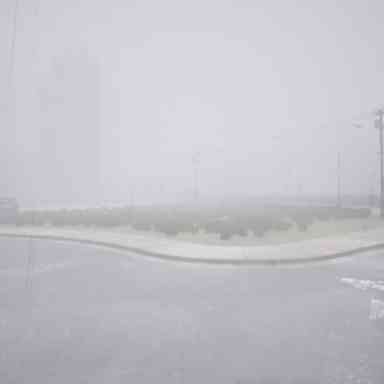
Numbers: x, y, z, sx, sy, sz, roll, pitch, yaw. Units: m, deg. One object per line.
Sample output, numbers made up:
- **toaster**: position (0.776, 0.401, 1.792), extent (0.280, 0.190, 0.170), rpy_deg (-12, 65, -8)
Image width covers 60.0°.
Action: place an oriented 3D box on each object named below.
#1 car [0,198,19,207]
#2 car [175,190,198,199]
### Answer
- **car**: position (-19.175, 1.392, 34.184), extent (2.242, 1.667, 4.611), rpy_deg (-1, 1, -36)
- **car**: position (-1.118, 0.584, 64.796), extent (2.150, 2.045, 5.566), rpy_deg (-1, 1, -35)
